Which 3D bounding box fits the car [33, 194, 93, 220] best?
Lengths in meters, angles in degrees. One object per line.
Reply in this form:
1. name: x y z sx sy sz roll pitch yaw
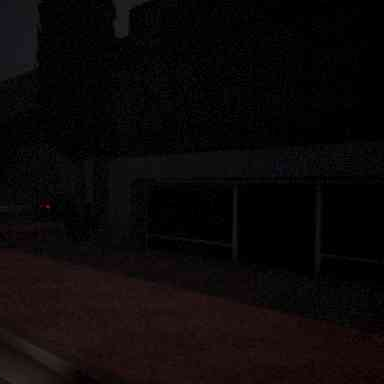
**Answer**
1. car: -9.150 1.034 24.633 2.097 1.767 4.553 1 1 36
